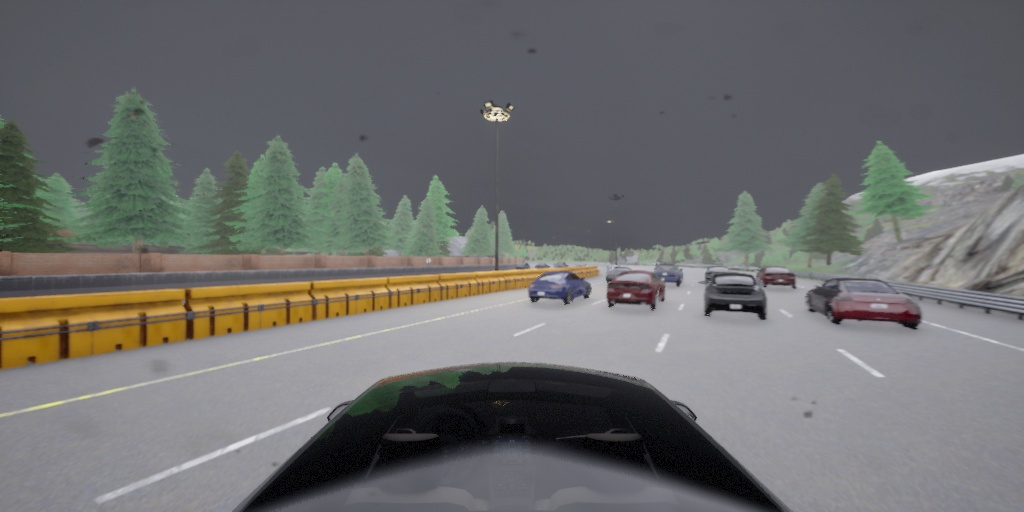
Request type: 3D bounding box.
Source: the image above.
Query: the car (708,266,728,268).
[{"bbox_3d":[15.776,1.489,27.465,1.882,1.535,5.008,0,0,28],"label":"car"}]

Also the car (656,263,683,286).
[{"bbox_3d":[12.315,1.377,28.414,2.097,1.767,4.553,0,-1,28],"label":"car"}]

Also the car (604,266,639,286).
[{"bbox_3d":[9.220,1.612,30.048,1.994,1.385,4.181,0,-1,28],"label":"car"}]

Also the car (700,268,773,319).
[{"bbox_3d":[8.327,1.377,13.608,1.837,1.490,4.892,0,0,29],"label":"car"}]

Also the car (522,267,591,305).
[{"bbox_3d":[2.358,1.442,17.278,1.812,1.442,4.674,0,0,29],"label":"car"}]

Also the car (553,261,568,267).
[{"bbox_3d":[8.639,1.770,64.241,2.097,1.767,4.553,0,-1,18],"label":"car"}]

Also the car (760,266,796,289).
[{"bbox_3d":[18.857,1.467,25.807,1.882,1.535,5.008,0,0,28],"label":"car"}]

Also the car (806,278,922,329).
[{"bbox_3d":[11.430,1.413,11.982,1.994,1.385,4.181,0,-1,29],"label":"car"}]

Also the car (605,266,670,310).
[{"bbox_3d":[5.605,1.375,15.917,1.882,1.535,5.008,0,0,29],"label":"car"}]

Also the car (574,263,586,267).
[{"bbox_3d":[12.038,1.930,63.352,1.812,1.442,4.674,0,-1,18],"label":"car"}]
